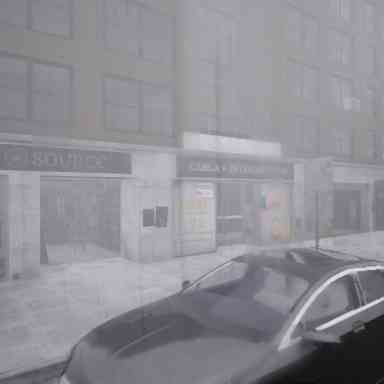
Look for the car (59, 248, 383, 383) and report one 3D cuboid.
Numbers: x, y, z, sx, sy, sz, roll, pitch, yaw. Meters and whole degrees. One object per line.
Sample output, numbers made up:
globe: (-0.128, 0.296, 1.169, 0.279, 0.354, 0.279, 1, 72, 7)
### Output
car: (1.071, 1.491, 3.827, 4.902, 1.511, 2.128, 0, 0, -35)
